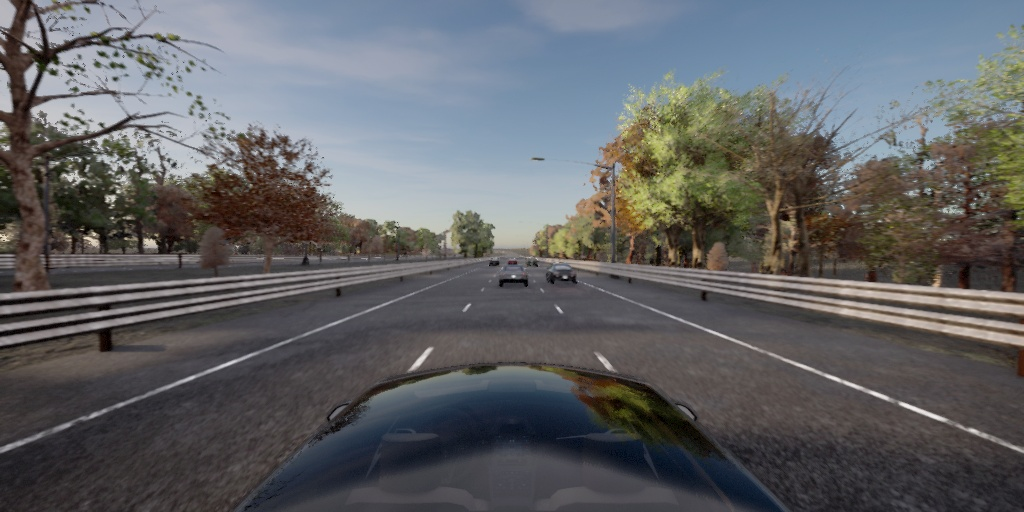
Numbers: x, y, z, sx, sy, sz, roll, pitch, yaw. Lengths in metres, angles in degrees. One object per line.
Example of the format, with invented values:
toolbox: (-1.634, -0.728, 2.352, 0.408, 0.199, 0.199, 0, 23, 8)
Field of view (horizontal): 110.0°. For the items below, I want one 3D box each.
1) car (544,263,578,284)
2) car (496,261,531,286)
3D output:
car: (3.613, 1.268, 26.727, 1.812, 1.442, 4.674, 0, 0, 0)
car: (0.112, 1.307, 25.536, 1.994, 1.385, 4.181, 0, 0, 0)
